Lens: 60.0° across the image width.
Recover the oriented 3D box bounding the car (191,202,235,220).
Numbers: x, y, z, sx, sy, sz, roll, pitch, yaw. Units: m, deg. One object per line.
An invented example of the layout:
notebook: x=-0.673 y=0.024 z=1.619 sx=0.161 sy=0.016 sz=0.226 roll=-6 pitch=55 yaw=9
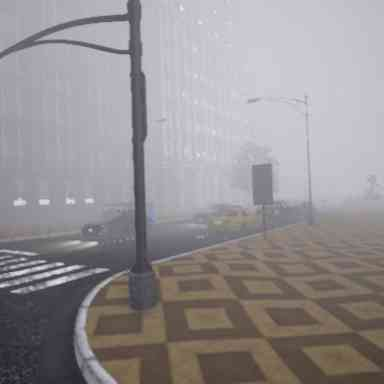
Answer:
car: x=2.062 y=1.695 z=31.170 sx=1.752 sy=1.417 sz=4.829 roll=-2 pitch=-1 yaw=35

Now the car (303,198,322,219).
car: x=8.808 y=1.422 z=26.823 sx=1.802 sy=1.307 sz=4.206 roll=-3 pitch=-1 yaw=35

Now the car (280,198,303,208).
car: x=14.889 y=1.613 z=49.711 sx=1.887 sy=1.381 sz=4.507 roll=-3 pitch=-1 yaw=35

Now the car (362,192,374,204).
car: x=27.882 y=1.133 z=54.370 sx=1.967 sy=1.590 sz=4.097 roll=-3 pitch=-1 yaw=35

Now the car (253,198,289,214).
car: x=8.643 y=1.518 z=36.080 sx=2.128 sy=1.511 sz=4.902 roll=-3 pitch=-1 yaw=35

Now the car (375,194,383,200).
car: x=43.970 y=1.106 z=77.401 sx=1.752 sy=1.417 sz=4.829 roll=-3 pitch=-1 yaw=35

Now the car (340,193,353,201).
car: x=40.343 y=1.212 z=86.519 sx=2.192 sy=1.841 sz=5.009 roll=-3 pitch=-1 yaw=35

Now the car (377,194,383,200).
car: x=47.051 y=1.113 z=81.853 sx=2.008 sy=1.369 sz=4.403 roll=-3 pitch=-1 yaw=35

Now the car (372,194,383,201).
car: x=40.698 y=1.167 z=72.667 sx=1.947 sy=1.339 sz=4.313 roll=-3 pitch=-1 yaw=35

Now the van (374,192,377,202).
van: x=31.083 y=1.010 z=58.945 sx=1.690 sy=1.788 sz=3.998 roll=-3 pitch=-1 yaw=35

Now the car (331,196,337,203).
car: x=27.619 y=1.523 z=68.114 sx=1.887 sy=1.381 sz=4.507 roll=-3 pitch=-1 yaw=35

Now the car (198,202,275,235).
car: x=2.549 y=1.419 z=17.778 sx=1.752 sy=1.417 sz=4.829 roll=-2 pitch=-1 yaw=35

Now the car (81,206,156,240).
car: x=-3.873 y=1.697 z=18.012 sx=1.994 sy=1.385 sz=4.181 roll=-3 pitch=-1 yaw=35

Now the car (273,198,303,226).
car: x=5.627 y=1.307 z=22.233 sx=1.967 sy=1.590 sz=4.097 roll=-2 pitch=-1 yaw=35

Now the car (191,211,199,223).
car: x=2.127 y=1.628 z=26.681 sx=2.033 sy=1.411 sz=5.357 roll=-3 pitch=-1 yaw=35

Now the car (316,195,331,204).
car: x=24.433 y=1.440 z=63.514 sx=1.967 sy=1.590 sz=4.097 roll=-3 pitch=-1 yaw=35

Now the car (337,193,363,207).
car: x=21.621 y=1.263 z=45.328 sx=1.752 sy=1.417 sz=4.829 roll=-3 pitch=-1 yaw=35

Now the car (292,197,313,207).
car: x=18.072 y=1.596 z=54.311 sx=2.008 sy=1.369 sz=4.403 roll=-3 pitch=-1 yaw=35

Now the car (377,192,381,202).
car: x=34.280 y=1.086 z=63.526 sx=1.967 sy=1.590 sz=4.097 roll=-3 pitch=-1 yaw=35

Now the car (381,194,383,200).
car: x=37.475 y=0.939 z=68.105 sx=2.192 sy=1.841 sz=5.009 roll=-3 pitch=-1 yaw=35

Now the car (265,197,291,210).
car: x=11.703 y=1.532 z=45.112 sx=1.967 sy=1.590 sz=4.097 roll=-3 pitch=-1 yaw=35

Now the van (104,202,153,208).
van: x=-4.212 y=1.565 z=22.112 sx=1.690 sy=1.788 sz=3.998 roll=-2 pitch=-1 yaw=35
